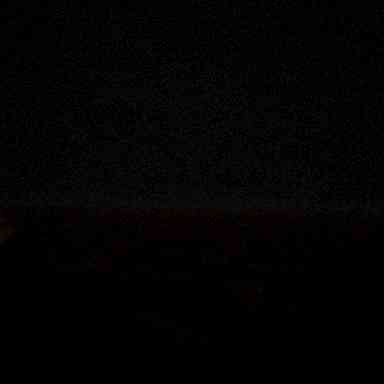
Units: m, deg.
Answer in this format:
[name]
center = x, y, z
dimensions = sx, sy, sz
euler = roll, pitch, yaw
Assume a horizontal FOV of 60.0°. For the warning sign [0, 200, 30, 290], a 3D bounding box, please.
[warning sign]
center = -4.523, 1.123, 7.305
dimensions = 1.060, 1.860, 1.300
euler = 3, -1, 37
